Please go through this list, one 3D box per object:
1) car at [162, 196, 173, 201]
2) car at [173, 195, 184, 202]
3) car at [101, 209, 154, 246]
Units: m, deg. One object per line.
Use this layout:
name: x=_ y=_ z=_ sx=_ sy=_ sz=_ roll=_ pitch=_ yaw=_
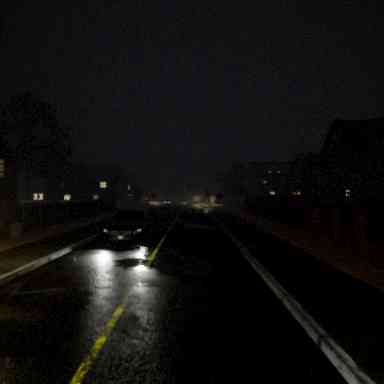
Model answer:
car: x=-7.338 y=1.739 z=94.227 sx=1.994 sy=1.385 sz=4.181 roll=0 pitch=-1 yaw=-10
car: x=-3.180 y=2.028 z=86.500 sx=1.895 sy=1.301 sz=4.718 roll=0 pitch=-1 yaw=-9
car: x=-2.838 y=1.539 z=15.496 sx=1.812 sy=1.442 sz=4.674 roll=0 pitch=0 yaw=0
